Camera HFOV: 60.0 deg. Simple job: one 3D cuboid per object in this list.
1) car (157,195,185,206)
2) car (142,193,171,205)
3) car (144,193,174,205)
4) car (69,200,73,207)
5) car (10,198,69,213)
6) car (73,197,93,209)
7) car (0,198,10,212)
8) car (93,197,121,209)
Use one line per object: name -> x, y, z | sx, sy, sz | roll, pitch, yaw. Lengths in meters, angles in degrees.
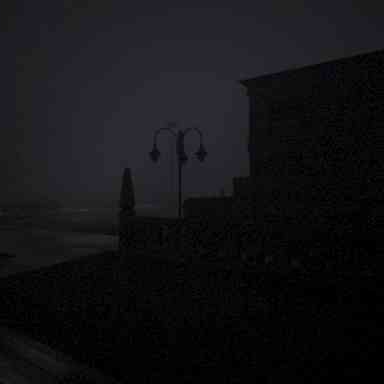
car -> -2.937, 1.574, 53.989 | 1.895, 1.301, 4.718 | 0, 0, 36
car -> -6.400, 1.191, 61.087 | 2.150, 2.045, 5.566 | 0, 0, 36
car -> -5.107, 1.185, 56.944 | 2.150, 2.045, 5.566 | 0, 1, 36
car -> -15.815, 1.459, 48.226 | 2.128, 1.511, 4.902 | 0, 0, 36
car -> -16.272, 1.464, 35.717 | 2.128, 1.511, 4.902 | 0, 0, 36
car -> -13.260, 1.448, 45.790 | 1.882, 1.535, 5.008 | 0, 0, 36
car -> -19.133, 1.496, 37.733 | 1.812, 1.442, 4.674 | 0, 0, 36
car -> -10.119, 1.451, 44.160 | 1.882, 1.535, 5.008 | 0, 0, 36
